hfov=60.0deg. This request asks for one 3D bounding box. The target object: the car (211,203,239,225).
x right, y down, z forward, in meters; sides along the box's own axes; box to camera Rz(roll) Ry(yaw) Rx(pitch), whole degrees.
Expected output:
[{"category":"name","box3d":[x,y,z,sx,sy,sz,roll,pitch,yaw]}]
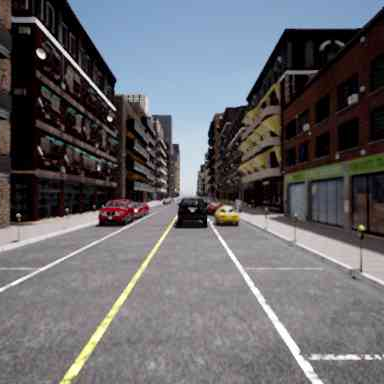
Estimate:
[{"category":"car","box3d":[2.647,1.744,26.015,1.752,1.417,4.829,0,0,0]}]

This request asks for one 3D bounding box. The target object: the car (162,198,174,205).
[{"category":"car","box3d":[-5.820,2.186,76.558,2.008,1.369,4.403,0,0,0]}]

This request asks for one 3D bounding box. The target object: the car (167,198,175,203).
[{"category":"car","box3d":[-5.849,2.317,93.467,1.887,1.381,4.507,0,0,0]}]

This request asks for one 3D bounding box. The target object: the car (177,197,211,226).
[{"category":"car","box3d":[0.059,1.431,25.376,2.150,2.045,5.566,0,-1,0]}]

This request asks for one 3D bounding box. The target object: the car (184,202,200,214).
[{"category":"car","box3d":[0.030,1.944,41.023,1.895,1.301,4.718,0,0,0]}]

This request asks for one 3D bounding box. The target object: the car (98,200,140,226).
[{"category":"car","box3d":[-5.732,1.533,25.837,2.192,1.841,5.009,0,0,0]}]

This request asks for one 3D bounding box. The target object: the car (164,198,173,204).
[{"category":"car","box3d":[-5.830,2.232,82.195,2.008,1.369,4.403,0,0,0]}]

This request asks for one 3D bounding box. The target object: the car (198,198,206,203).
[{"category":"car","box3d":[2.541,2.292,87.841,1.947,1.339,4.313,0,0,0]}]

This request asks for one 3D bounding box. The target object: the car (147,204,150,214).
[{"category":"car","box3d":[-5.753,1.856,37.107,1.887,1.381,4.507,0,0,0]}]

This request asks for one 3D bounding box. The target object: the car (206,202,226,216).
[{"category":"car","box3d":[2.628,1.855,37.117,1.887,1.381,4.507,0,0,0]}]

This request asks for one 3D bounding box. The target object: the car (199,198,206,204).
[{"category":"car","box3d":[2.551,2.207,82.375,1.752,1.417,4.829,0,0,0]}]

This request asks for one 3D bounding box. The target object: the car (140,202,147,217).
[{"category":"car","box3d":[-5.743,1.705,31.471,1.967,1.590,4.097,0,0,0]}]

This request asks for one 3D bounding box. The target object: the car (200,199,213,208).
[{"category":"car","box3d":[2.590,2.047,59.661,2.008,1.369,4.403,0,0,0]}]
